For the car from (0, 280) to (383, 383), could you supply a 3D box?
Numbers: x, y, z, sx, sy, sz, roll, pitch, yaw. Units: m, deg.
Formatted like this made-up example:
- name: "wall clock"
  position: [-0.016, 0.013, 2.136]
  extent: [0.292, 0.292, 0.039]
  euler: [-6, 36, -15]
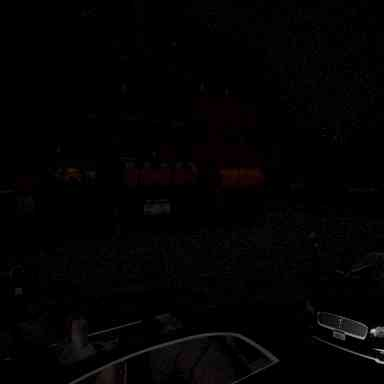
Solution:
- name: "car"
  position: [-0.827, 1.551, 2.246]
  extent: [4.403, 1.369, 2.008]
  euler: [0, -2, -36]

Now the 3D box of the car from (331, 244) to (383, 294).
- name: "car"
  position: [3.605, 1.548, 5.416]
  extent: [4.403, 1.369, 2.008]
  euler: [0, -2, -36]
